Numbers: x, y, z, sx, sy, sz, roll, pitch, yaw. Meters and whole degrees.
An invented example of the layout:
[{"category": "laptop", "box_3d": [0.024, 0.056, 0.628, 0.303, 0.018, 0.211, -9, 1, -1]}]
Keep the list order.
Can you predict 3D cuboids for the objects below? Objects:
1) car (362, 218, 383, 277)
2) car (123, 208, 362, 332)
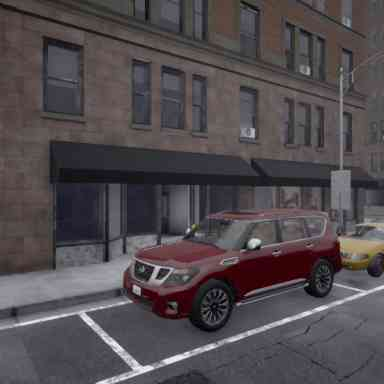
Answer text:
[{"category": "car", "box_3d": [5.612, 1.525, 10.200, 4.829, 1.417, 1.752, 0, 0, -35]}, {"category": "car", "box_3d": [1.127, 1.315, 7.003, 5.009, 1.841, 2.192, 0, 0, -35]}]
